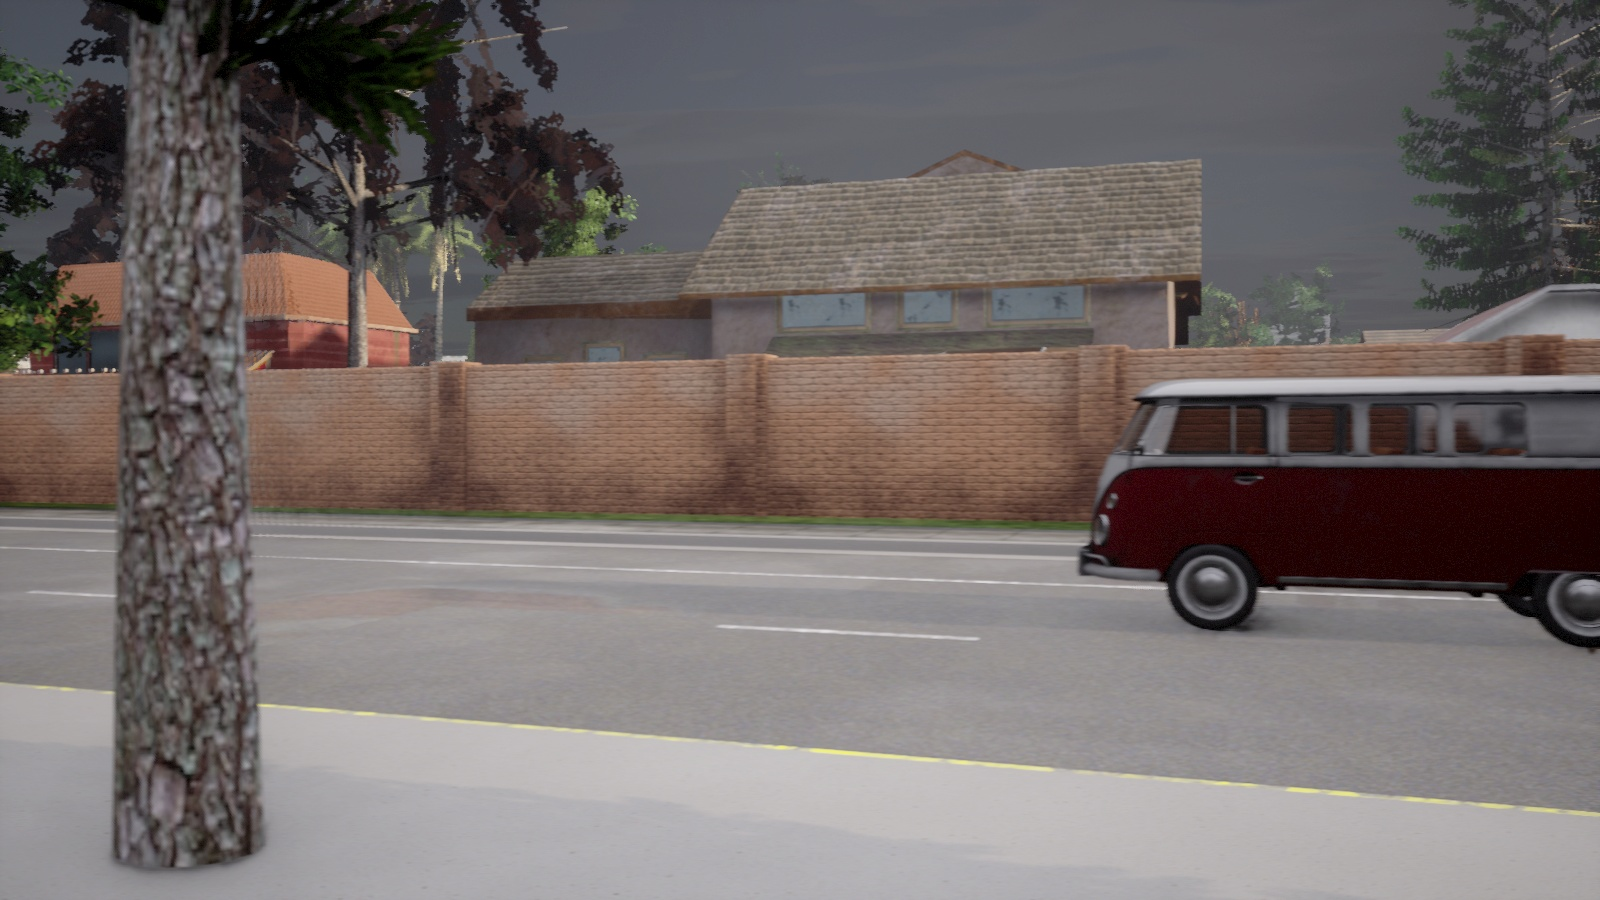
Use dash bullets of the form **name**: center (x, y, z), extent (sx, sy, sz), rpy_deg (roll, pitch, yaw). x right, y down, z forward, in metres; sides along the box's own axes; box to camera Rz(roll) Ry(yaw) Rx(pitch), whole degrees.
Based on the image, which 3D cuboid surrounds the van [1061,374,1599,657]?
- **van**: center (4.472, 0.434, 10.125), extent (4.442, 1.987, 1.775), rpy_deg (1, 1, 19)
